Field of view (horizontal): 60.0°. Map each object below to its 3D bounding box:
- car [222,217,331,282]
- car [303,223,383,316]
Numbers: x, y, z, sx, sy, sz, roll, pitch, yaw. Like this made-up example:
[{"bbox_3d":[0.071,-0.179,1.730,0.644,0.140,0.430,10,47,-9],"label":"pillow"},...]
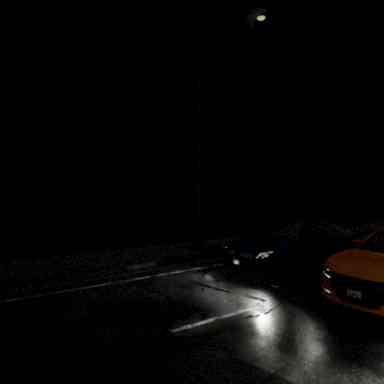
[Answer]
[{"bbox_3d":[3.025,1.502,9.842,4.674,1.442,1.812,0,0,-36],"label":"car"},{"bbox_3d":[4.780,1.454,7.101,5.008,1.535,1.882,0,0,-36],"label":"car"}]
